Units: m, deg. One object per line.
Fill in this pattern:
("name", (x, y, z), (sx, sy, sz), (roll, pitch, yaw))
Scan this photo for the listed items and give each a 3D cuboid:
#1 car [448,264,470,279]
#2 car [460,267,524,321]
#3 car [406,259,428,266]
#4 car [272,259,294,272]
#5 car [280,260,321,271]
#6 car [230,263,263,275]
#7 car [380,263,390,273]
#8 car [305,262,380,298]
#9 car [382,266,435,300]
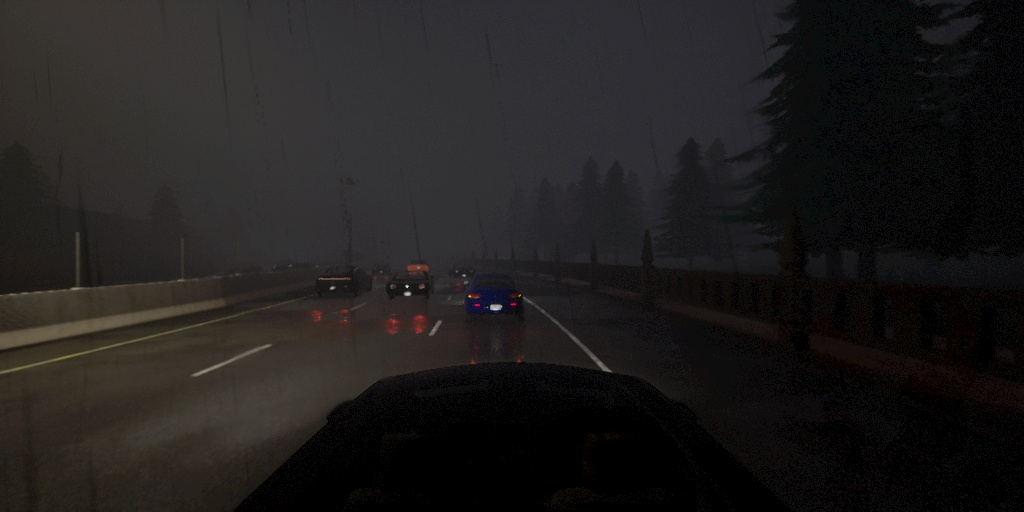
("car", (-4.671, 1.352, 32.343), (1.895, 1.301, 4.718), (0, 0, -17))
("car", (-0.683, 1.273, 12.340), (1.812, 1.442, 4.674), (0, 0, -6))
("car", (-9.436, 1.119, 35.695), (2.097, 1.767, 4.553), (0, 0, -18))
("car", (-26.793, 1.178, 42.687), (2.097, 1.767, 4.553), (0, 0, -19))
("car", (-20.246, 1.354, 34.586), (2.033, 1.411, 5.357), (0, 0, -19))
("car", (-29.563, 1.438, 40.008), (1.895, 1.301, 4.718), (0, 0, -19))
("car", (-14.639, 1.384, 40.276), (1.895, 1.301, 4.718), (0, 0, -19))
("car", (-8.651, 1.264, 18.842), (2.128, 1.511, 4.902), (0, 0, -10))
("car", (-4.890, 1.360, 17.841), (1.895, 1.301, 4.718), (0, 0, -9))
